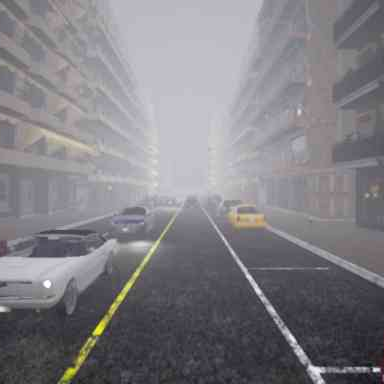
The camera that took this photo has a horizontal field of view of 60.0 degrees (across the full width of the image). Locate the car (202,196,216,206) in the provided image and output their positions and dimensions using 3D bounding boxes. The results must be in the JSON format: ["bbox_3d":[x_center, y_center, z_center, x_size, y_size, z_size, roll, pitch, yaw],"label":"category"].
[{"bbox_3d":[2.610,1.430,52.369,1.947,1.339,4.313,-1,0,0],"label":"car"}]

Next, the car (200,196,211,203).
[{"bbox_3d":[2.608,1.394,63.698,1.947,1.339,4.313,-1,0,0],"label":"car"}]

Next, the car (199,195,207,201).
[{"bbox_3d":[2.626,1.338,80.691,1.947,1.339,4.313,-1,0,0],"label":"car"}]

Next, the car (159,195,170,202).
[{"bbox_3d":[-5.749,1.377,69.299,1.947,1.339,4.313,-1,0,0],"label":"car"}]

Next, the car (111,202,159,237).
[{"bbox_3d":[-3.071,1.483,17.808,1.812,1.442,4.674,0,0,0],"label":"car"}]

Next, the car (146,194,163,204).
[{"bbox_3d":[-5.738,1.197,46.638,2.192,1.841,5.009,-1,0,0],"label":"car"}]

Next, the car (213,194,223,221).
[{"bbox_3d":[3.096,1.287,26.782,2.097,1.767,4.553,0,0,0],"label":"car"}]

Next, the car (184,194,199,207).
[{"bbox_3d":[0.004,1.225,49.042,2.097,1.767,4.553,0,0,1],"label":"car"}]

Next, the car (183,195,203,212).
[{"bbox_3d":[0.002,1.412,37.729,1.837,1.490,4.892,0,0,0],"label":"car"}]

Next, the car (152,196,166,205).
[{"bbox_3d":[-5.741,1.393,57.969,1.887,1.381,4.507,-1,0,0],"label":"car"}]

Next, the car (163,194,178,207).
[{"bbox_3d":[-3.107,1.362,49.888,2.128,1.511,4.902,0,0,0],"label":"car"}]

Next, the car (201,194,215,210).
[{"bbox_3d":[2.613,1.212,41.039,2.192,1.841,5.009,-1,0,0],"label":"car"}]

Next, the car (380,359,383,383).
[{"bbox_3d":[2.644,1.541,1.390,1.887,1.381,4.507,-1,0,0],"label":"car"}]

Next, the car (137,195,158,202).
[{"bbox_3d":[-5.730,1.443,40.976,1.887,1.381,4.507,-1,0,0],"label":"car"}]

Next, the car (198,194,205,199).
[{"bbox_3d":[2.617,1.315,92.021,1.802,1.307,4.206,-1,0,0],"label":"car"}]

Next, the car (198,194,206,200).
[{"bbox_3d":[2.620,1.303,86.356,2.008,1.369,4.403,-1,0,0],"label":"car"}]

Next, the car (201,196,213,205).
[{"bbox_3d":[2.606,1.391,58.034,1.887,1.381,4.507,-1,0,0],"label":"car"}]

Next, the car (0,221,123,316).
[{"bbox_3d":[-3.098,1.583,7.589,1.895,1.301,4.718,0,0,0],"label":"car"}]

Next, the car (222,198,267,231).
[{"bbox_3d":[3.137,1.408,20.001,1.801,1.575,5.366,0,0,0],"label":"car"}]
